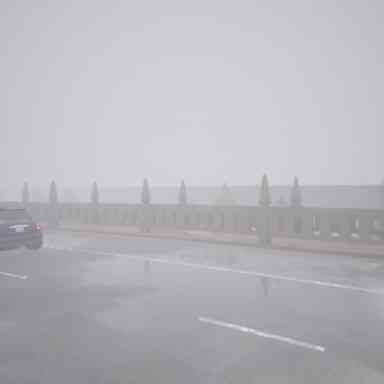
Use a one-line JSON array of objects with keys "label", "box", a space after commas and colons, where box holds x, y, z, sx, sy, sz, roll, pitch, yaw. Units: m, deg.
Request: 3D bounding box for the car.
[{"label": "car", "box": [-7.802, 1.324, 12.452, 4.553, 1.767, 2.097, 0, 0, 28]}]
